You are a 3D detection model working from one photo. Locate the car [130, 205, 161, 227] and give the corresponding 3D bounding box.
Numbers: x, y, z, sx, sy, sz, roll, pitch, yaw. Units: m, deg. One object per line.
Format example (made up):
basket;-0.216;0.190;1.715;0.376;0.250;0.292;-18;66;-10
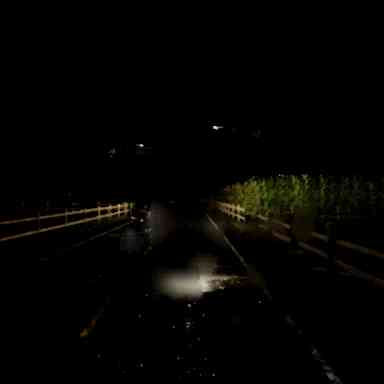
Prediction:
car;-3.513;1.805;25.673;1.837;1.490;4.892;0;-1;1
